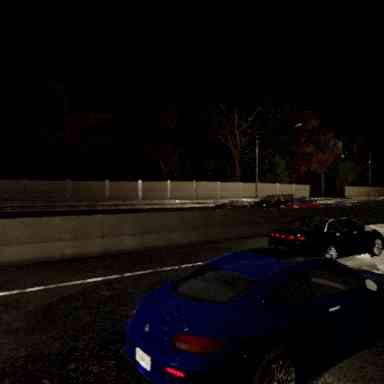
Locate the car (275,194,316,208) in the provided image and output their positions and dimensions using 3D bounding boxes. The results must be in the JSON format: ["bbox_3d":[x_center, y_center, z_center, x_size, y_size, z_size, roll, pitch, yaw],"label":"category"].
[{"bbox_3d":[10.872,1.401,33.253,4.553,1.767,2.097,0,0,-35],"label":"car"}]

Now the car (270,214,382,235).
[{"bbox_3d":[4.734,1.522,11.428,4.892,1.490,1.837,0,0,-36],"label":"car"}]

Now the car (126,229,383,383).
[{"bbox_3d":[1.379,1.532,4.732,4.674,1.442,1.812,0,0,-36],"label":"car"}]

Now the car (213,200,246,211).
[{"bbox_3d":[4.878,1.591,37.579,5.357,1.411,2.033,0,0,-35],"label":"car"}]

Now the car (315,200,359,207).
[{"bbox_3d":[14.352,1.600,31.441,5.357,1.411,2.033,0,0,-35],"label":"car"}]

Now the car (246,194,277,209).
[{"bbox_3d":[8.954,1.270,36.186,5.566,2.045,2.150,0,0,-35],"label":"car"}]
